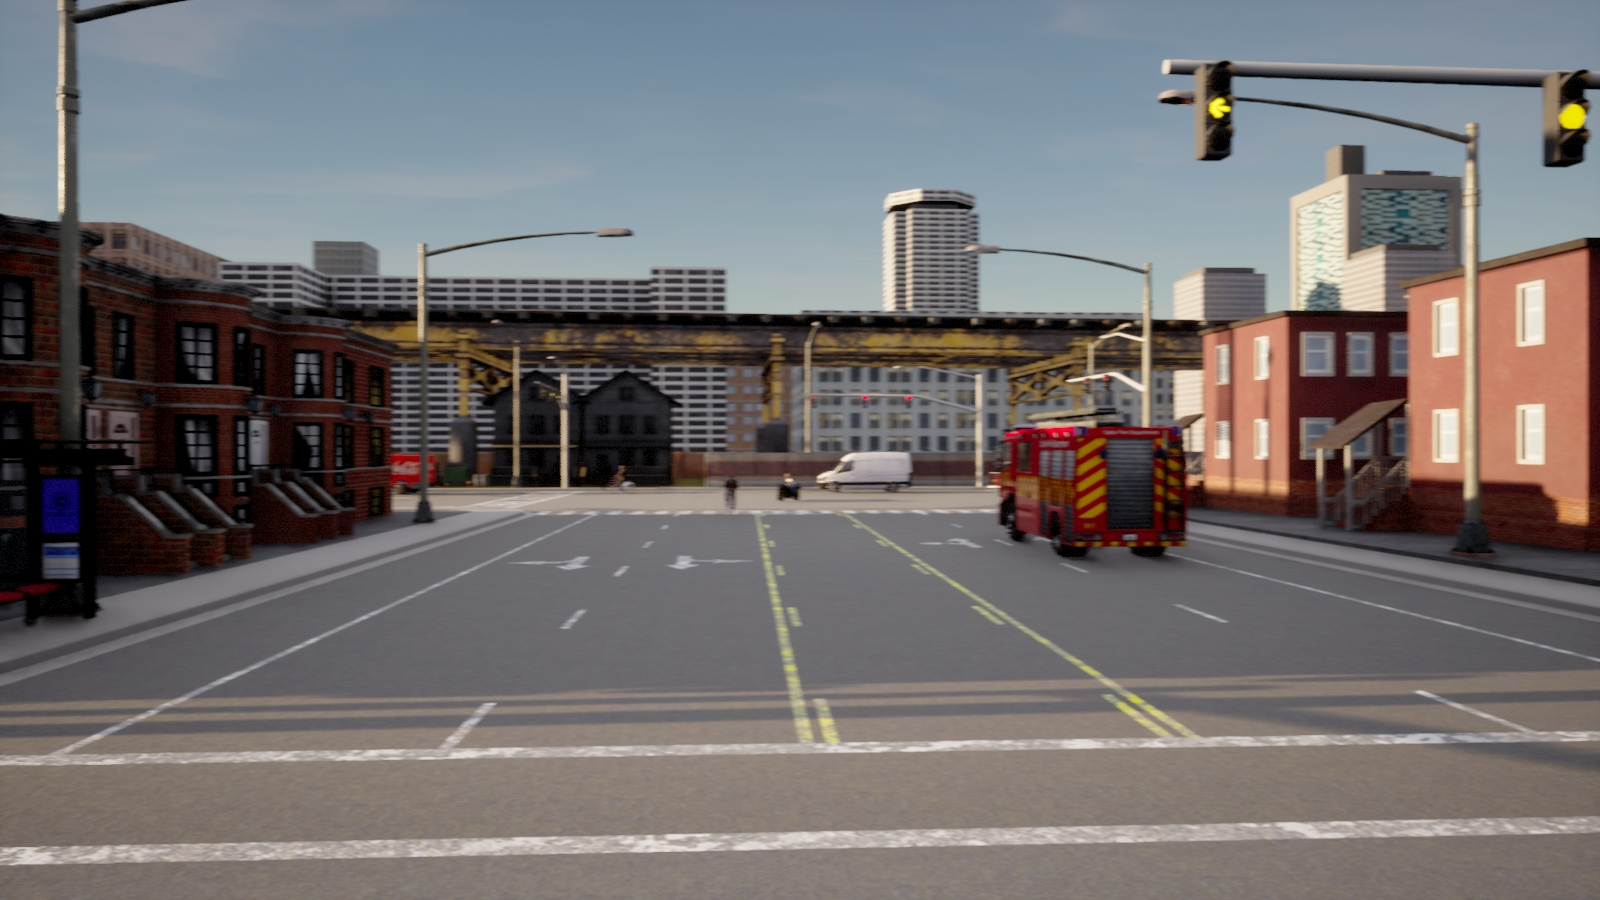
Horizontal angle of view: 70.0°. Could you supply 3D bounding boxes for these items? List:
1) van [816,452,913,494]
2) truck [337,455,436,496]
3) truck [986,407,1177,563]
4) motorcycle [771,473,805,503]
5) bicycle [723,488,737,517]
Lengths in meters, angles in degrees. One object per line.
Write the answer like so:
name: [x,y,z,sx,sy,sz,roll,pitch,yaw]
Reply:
van: [4.028,1.446,72.113,5.915,2.561,1.988,0,0,-3]
truck: [-25.486,1.523,70.646,5.204,2.467,2.627,0,0,-3]
truck: [7.611,0.842,32.280,2.891,3.827,8.468,0,0,-3]
motorcycle: [-0.623,1.965,59.910,0.803,1.505,2.033,1,0,34]
bicycle: [-2.931,2.182,47.819,0.329,1.126,1.835,0,0,4]
